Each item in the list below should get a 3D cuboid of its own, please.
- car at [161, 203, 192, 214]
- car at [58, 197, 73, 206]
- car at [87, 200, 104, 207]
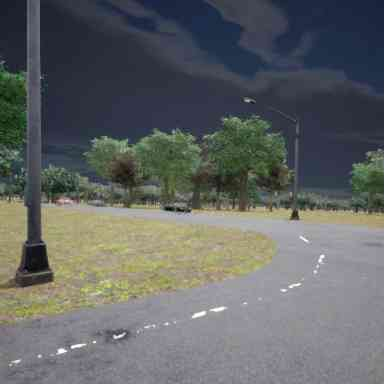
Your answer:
[{"bbox_3d":[-2.031,2.022,41.601,1.895,1.301,4.718,4,-3,-35],"label":"car"},{"bbox_3d":[-23.213,1.712,60.886,2.097,1.767,4.553,4,-3,-29],"label":"car"},{"bbox_3d":[-19.334,2.283,66.546,2.033,1.411,5.357,4,-3,-35],"label":"car"}]
